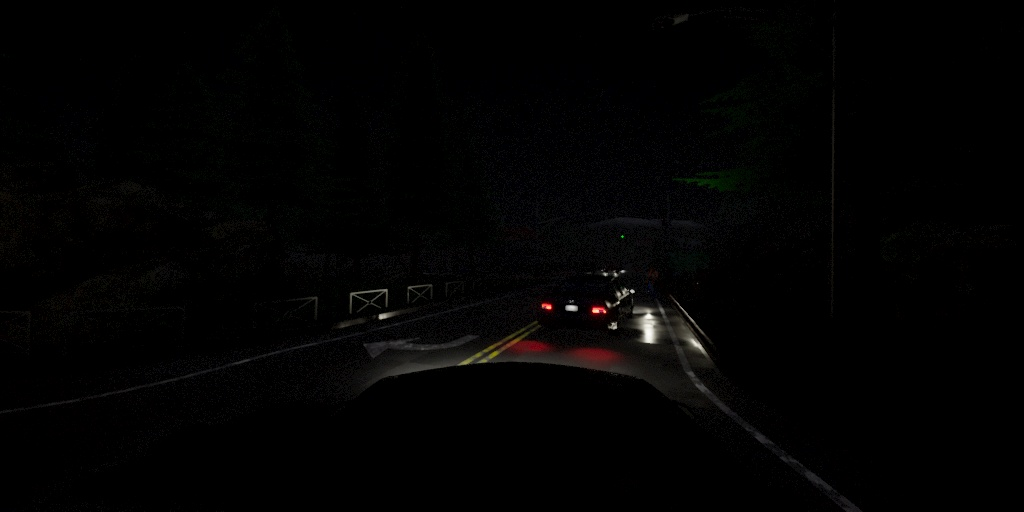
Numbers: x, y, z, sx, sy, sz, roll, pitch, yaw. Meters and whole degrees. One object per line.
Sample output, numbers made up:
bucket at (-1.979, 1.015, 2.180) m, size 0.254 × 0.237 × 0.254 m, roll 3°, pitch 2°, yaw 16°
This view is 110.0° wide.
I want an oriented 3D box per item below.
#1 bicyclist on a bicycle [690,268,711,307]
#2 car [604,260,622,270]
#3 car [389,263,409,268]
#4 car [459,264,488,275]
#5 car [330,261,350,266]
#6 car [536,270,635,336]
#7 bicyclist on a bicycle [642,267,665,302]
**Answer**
bicyclist on a bicycle at (7.961, 1.321, 15.106) m, size 1.656 × 1.620 × 0.582 m, roll 1°, pitch -1°, yaw -34°
car at (16.693, 1.756, 59.855) m, size 2.150 × 2.045 × 5.566 m, roll 1°, pitch -1°, yaw 20°
car at (-14.486, 1.591, 48.270) m, size 4.181 × 1.385 × 1.994 m, roll 1°, pitch -1°, yaw 21°
car at (-5.107, 1.712, 44.816) m, size 4.181 × 1.385 × 1.994 m, roll 1°, pitch -1°, yaw 20°
car at (-24.234, 1.452, 52.159) m, size 5.357 × 1.411 × 2.033 m, roll 1°, pitch -1°, yaw 24°
car at (2.362, 1.260, 10.315) m, size 2.033 × 1.411 × 5.357 m, roll 1°, pitch -1°, yaw 24°
bicyclist on a bicycle at (6.524, 1.309, 16.497) m, size 1.656 × 1.620 × 0.582 m, roll 1°, pitch -1°, yaw -31°
